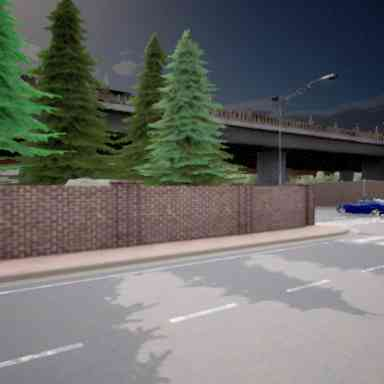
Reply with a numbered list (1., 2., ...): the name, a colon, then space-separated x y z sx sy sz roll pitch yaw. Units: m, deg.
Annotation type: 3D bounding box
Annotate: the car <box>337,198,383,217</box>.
1. car: 15.051 1.289 28.820 1.882 1.535 5.008 0 0 -31
